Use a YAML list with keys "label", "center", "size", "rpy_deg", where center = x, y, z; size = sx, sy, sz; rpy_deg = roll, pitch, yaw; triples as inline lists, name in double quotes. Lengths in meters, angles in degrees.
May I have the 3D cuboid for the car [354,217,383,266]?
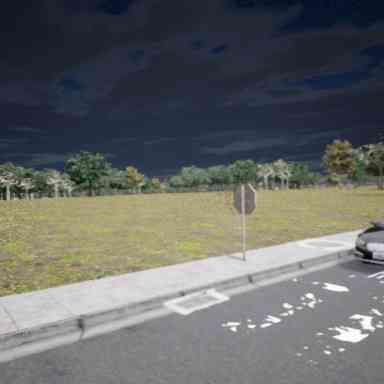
- label: "car"
  center: [6.540, 1.229, 9.598]
  size: [4.902, 1.511, 2.128]
  rpy_deg: [-2, 1, -37]
